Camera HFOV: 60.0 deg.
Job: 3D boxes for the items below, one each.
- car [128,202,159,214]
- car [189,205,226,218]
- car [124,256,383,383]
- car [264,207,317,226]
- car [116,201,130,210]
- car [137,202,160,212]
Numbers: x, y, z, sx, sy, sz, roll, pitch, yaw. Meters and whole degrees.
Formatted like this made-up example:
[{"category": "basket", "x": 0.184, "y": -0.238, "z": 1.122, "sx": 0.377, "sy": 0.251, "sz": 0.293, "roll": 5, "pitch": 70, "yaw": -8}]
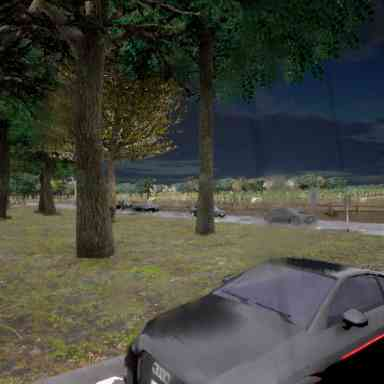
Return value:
[{"category": "car", "x": -6.885, "y": 2.409, "z": 47.608, "sx": 1.895, "sy": 1.301, "sz": 4.718, "roll": -1, "pitch": 0, "yaw": -35}, {"category": "car", "x": 1.625, "y": 2.049, "z": 35.451, "sx": 1.837, "sy": 1.490, "sz": 4.892, "roll": -1, "pitch": 1, "yaw": -36}, {"category": "car", "x": 1.337, "y": 1.563, "z": 4.034, "sx": 4.181, "sy": 1.385, "sz": 1.994, "roll": 0, "pitch": 0, "yaw": -36}, {"category": "car", "x": 7.801, "y": 1.914, "z": 26.687, "sx": 1.994, "sy": 1.385, "sz": 4.181, "roll": -1, "pitch": 0, "yaw": -35}, {"category": "car", "x": -12.490, "y": 2.348, "z": 60.472, "sx": 2.097, "sy": 1.767, "sz": 4.553, "roll": -1, "pitch": 0, "yaw": -35}, {"category": "car", "x": -6.973, "y": 2.396, "z": 52.730, "sx": 1.994, "sy": 1.385, "sz": 4.181, "roll": -1, "pitch": 0, "yaw": -34}]
